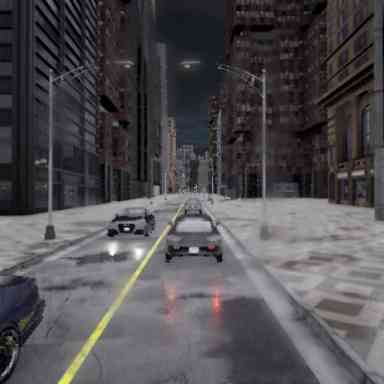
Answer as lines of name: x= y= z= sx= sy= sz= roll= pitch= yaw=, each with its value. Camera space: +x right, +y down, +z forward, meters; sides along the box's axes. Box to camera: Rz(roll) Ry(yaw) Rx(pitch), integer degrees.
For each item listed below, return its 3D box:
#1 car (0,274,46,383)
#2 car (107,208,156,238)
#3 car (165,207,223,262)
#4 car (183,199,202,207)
car: x=-3.065 y=1.541 z=2.548 sx=2.033 sy=1.411 sz=5.357 roll=0 pitch=0 yaw=0
car: x=-3.012 y=1.520 z=17.387 sx=1.994 sy=1.385 sz=4.181 roll=0 pitch=0 yaw=1
car: x=0.068 y=1.495 z=11.895 sx=1.812 sy=1.442 sz=4.674 roll=0 pitch=0 yaw=0
car: x=0.099 y=1.461 z=34.678 sx=2.033 sy=1.411 sz=5.357 roll=0 pitch=0 yaw=0
